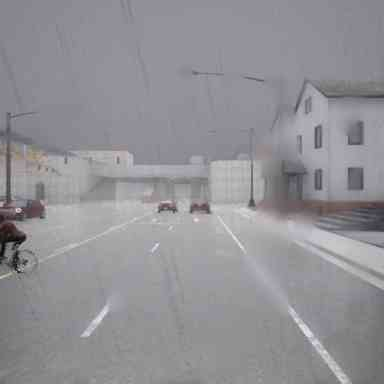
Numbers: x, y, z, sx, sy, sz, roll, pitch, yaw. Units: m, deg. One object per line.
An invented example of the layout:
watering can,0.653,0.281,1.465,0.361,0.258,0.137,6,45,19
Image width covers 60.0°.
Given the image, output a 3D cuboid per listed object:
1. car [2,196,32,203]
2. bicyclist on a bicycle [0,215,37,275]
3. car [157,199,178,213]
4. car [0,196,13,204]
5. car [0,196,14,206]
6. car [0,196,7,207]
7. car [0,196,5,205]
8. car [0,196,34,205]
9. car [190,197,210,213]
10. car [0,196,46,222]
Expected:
car,-31.244,1.295,59.499,1.853,1.218,4.536,0,0,30
bicyclist on a bicycle,-5.006,1.453,8.997,1.656,1.620,0.582,-1,0,1
car,-2.662,1.526,36.787,1.812,1.442,4.674,0,0,2
car,-30.574,1.295,54.204,1.853,1.218,4.536,0,0,-35
car,-30.544,1.453,54.162,2.038,1.542,4.974,0,0,-35
car,-30.632,1.453,49.554,2.038,1.542,4.974,0,0,45
car,-30.669,1.295,49.517,1.853,1.218,4.536,0,0,45
car,-31.218,1.453,59.544,2.038,1.542,4.974,0,0,30
car,0.870,1.352,36.700,2.097,1.767,4.553,0,0,1
car,-13.462,1.352,26.214,2.097,1.767,4.553,0,0,1
